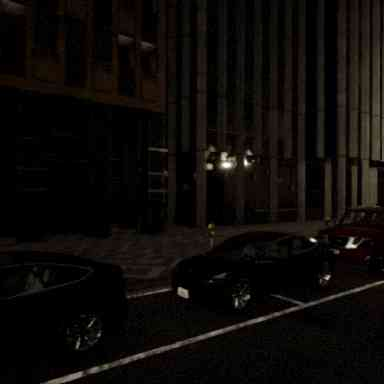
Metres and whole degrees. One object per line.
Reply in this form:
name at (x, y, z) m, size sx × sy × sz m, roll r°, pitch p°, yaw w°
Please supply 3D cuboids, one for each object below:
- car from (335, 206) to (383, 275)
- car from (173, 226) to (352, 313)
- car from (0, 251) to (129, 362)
car at (6.190, 1.428, 11.081) m, size 5.009 × 1.841 × 2.192 m, roll 1°, pitch -1°, yaw -36°
car at (1.603, 1.623, 7.801) m, size 4.313 × 1.339 × 1.947 m, roll 1°, pitch -1°, yaw -36°
car at (-2.982, 1.567, 4.524) m, size 4.313 × 1.339 × 1.947 m, roll 1°, pitch -1°, yaw -36°
